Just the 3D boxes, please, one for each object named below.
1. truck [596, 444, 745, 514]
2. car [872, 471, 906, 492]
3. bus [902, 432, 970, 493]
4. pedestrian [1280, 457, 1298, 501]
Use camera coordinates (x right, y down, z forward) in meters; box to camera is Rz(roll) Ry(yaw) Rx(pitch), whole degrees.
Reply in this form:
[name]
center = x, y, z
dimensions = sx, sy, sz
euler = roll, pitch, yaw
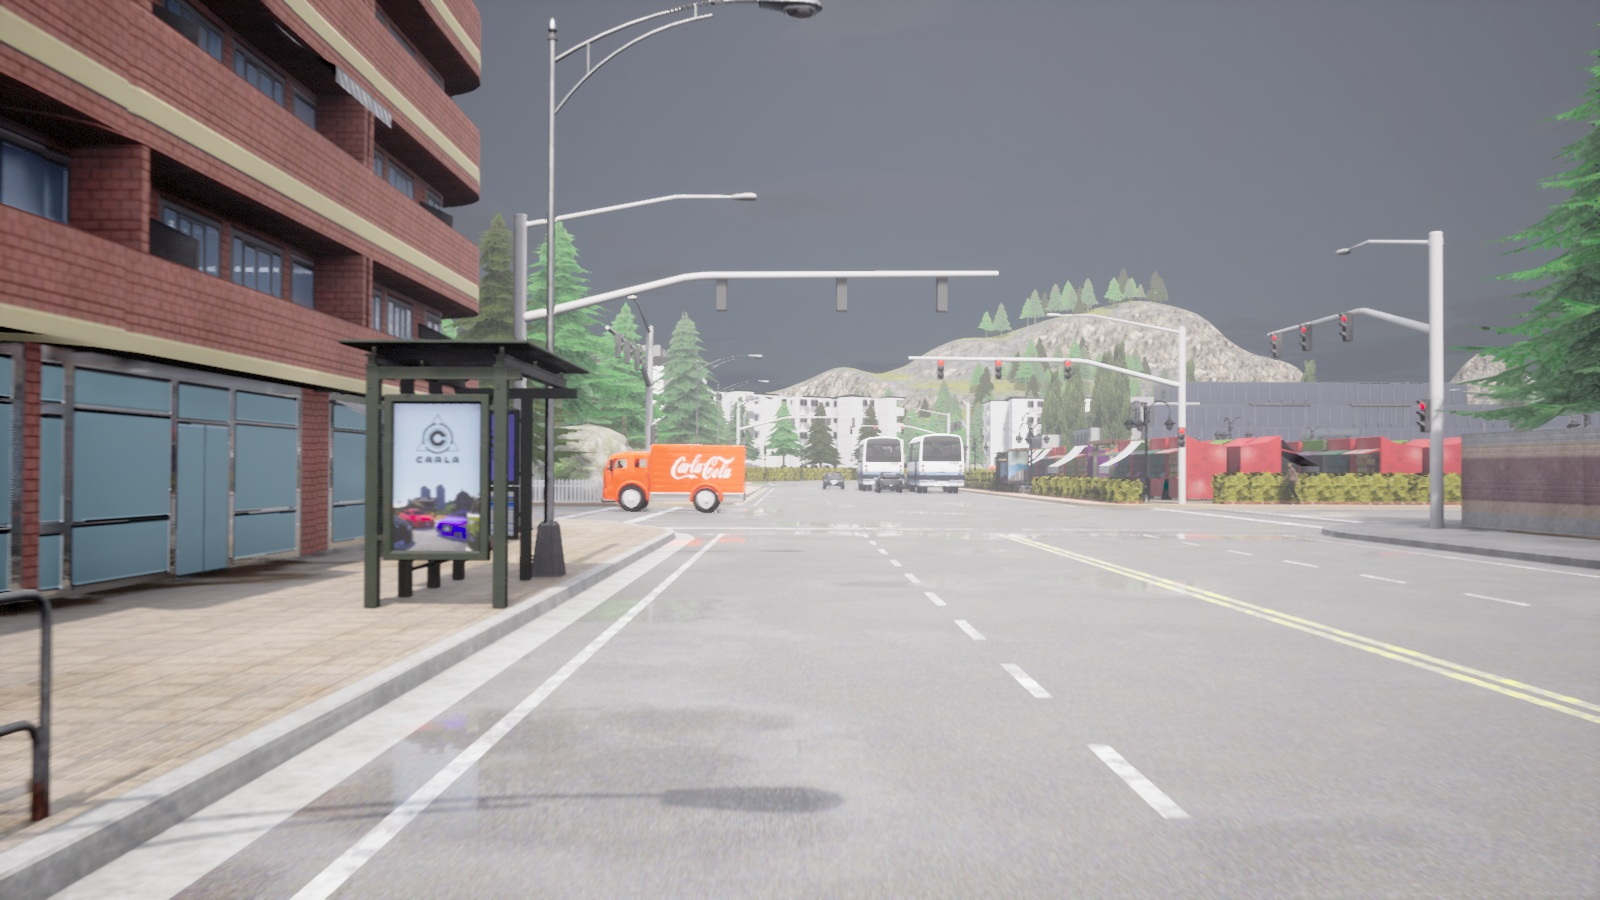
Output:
[truck]
center = -4.644, 1.073, 45.971
dimensions = 5.204, 2.467, 2.627
euler = 0, -1, -1
[car]
center = 6.552, 2.294, 92.549
dimensions = 2.128, 1.511, 4.902
euler = 0, -1, 0
[bus]
center = 10.042, 0.976, 94.278
dimensions = 3.944, 4.253, 10.273
euler = 0, -1, 0
[pedestrian]
center = 20.797, 1.224, 53.377
dimensions = 0.634, 1.846, 0.331
euler = 0, -1, 3
